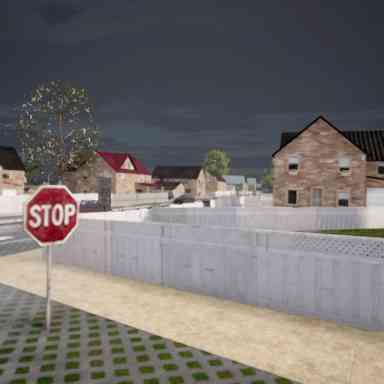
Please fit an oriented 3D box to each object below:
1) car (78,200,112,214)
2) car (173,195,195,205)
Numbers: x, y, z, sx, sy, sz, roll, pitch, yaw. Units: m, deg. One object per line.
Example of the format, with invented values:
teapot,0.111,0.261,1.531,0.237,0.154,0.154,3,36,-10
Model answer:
car,-8.610,1.336,26.958,2.033,1.411,5.357,2,1,18
car,-1.087,1.168,49.337,2.033,1.411,5.357,2,1,19
